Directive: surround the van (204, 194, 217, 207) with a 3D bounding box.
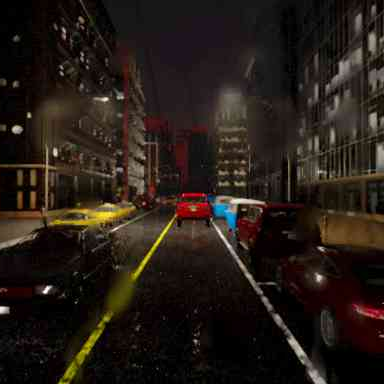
[{"bbox_3d":[2.704,1.188,49.883,1.690,1.788,3.998,1,0,0],"label":"van"}]

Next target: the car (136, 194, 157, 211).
[{"bbox_3d":[-5.674,1.195,38.849,2.192,1.841,5.009,1,0,0],"label":"car"}]

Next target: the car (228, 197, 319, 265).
[{"bbox_3d":[2.708,1.280,11.328,2.192,1.841,5.009,1,0,0],"label":"car"}]

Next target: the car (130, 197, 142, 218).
[{"bbox_3d":[-5.677,1.440,27.657,1.752,1.417,4.829,1,0,0],"label":"car"}]

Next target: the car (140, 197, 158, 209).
[{"bbox_3d":[-5.679,1.408,44.360,1.887,1.381,4.507,1,0,0],"label":"car"}]

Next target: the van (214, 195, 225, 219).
[{"bbox_3d":[2.706,1.255,27.852,1.690,1.788,3.998,1,0,0],"label":"van"}]

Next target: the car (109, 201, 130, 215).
[{"bbox_3d":[-5.677,1.457,22.147,1.752,1.417,4.829,1,0,0],"label":"car"}]

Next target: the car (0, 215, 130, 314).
[{"bbox_3d":[-3.101,1.522,8.059,2.033,1.411,5.357,0,0,0],"label":"car"}]

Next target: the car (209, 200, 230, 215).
[{"bbox_3d":[2.701,1.479,33.360,1.802,1.307,4.206,1,0,0],"label":"car"}]

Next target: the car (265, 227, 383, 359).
[{"bbox_3d":[2.703,1.564,5.821,1.802,1.307,4.206,1,0,0],"label":"car"}]

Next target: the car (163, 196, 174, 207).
[{"bbox_3d":[-3.090,1.330,47.862,1.882,1.535,5.008,0,0,0],"label":"car"}]

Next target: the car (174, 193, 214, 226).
[{"bbox_3d":[0.098,1.152,23.170,2.150,2.045,5.566,0,1,0],"label":"car"}]

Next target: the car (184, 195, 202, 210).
[{"bbox_3d":[0.096,1.225,41.035,2.097,1.767,4.553,0,0,0],"label":"car"}]

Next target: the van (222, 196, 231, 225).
[{"bbox_3d":[2.707,1.289,16.836,1.690,1.788,3.998,1,0,0],"label":"van"}]

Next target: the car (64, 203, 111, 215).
[{"bbox_3d":[-5.676,1.474,16.634,1.752,1.417,4.829,1,0,0],"label":"car"}]

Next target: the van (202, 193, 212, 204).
[{"bbox_3d":[2.702,1.154,60.900,1.690,1.788,3.998,1,0,0],"label":"van"}]
